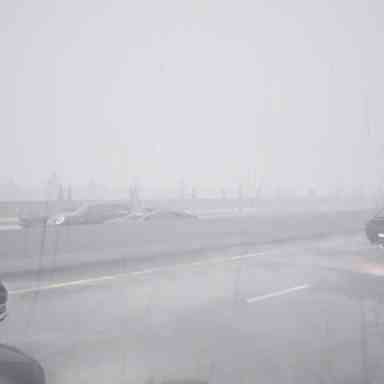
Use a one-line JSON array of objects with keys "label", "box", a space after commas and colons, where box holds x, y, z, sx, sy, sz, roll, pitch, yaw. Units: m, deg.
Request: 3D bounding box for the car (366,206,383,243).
[{"label": "car", "box": [9.703, 1.508, 14.959, 4.892, 1.490, 1.837, 0, 0, -35]}]

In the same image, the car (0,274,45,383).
[{"label": "car", "box": [-3.158, 1.526, 1.493, 4.674, 1.442, 1.812, 0, 0, -35]}]

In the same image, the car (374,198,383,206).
[{"label": "car", "box": [26.028, 1.512, 44.007, 4.892, 1.490, 1.837, 0, 0, -35]}]

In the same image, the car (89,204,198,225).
[{"label": "car", "box": [-1.899, 1.493, 15.531, 4.902, 1.511, 2.128, 0, 0, -35]}]

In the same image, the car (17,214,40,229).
[{"label": "car", "box": [-7.786, 1.603, 19.932, 4.718, 1.301, 1.895, 0, 0, -35]}]

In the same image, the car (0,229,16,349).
[{"label": "car", "box": [-5.199, 1.491, 4.338, 4.902, 1.511, 2.128, 0, 0, -35]}]

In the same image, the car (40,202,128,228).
[{"label": "car", "box": [-5.181, 1.354, 17.490, 4.553, 1.767, 2.097, 0, 0, -35]}]
